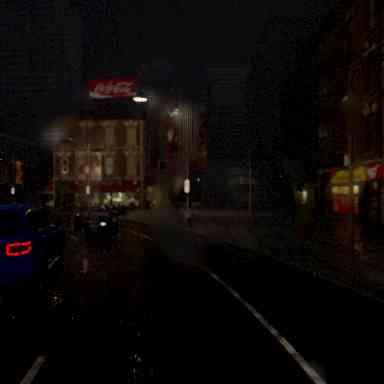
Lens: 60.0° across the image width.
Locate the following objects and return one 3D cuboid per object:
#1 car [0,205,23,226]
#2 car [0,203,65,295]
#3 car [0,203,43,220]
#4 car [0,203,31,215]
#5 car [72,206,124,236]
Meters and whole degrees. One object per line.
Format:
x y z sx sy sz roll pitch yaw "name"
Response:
-15.106 1.826 26.282 1.994 1.385 4.181 0 -1 -44 "car"
-4.806 1.310 8.827 2.150 2.045 5.566 0 -1 -14 "car"
-17.117 1.870 32.803 5.357 1.411 2.033 -1 -1 37 "car"
-21.449 1.986 39.560 4.718 1.301 1.895 0 -1 33 "car"
-5.888 1.747 20.024 1.994 1.385 4.181 0 -1 -30 "car"
